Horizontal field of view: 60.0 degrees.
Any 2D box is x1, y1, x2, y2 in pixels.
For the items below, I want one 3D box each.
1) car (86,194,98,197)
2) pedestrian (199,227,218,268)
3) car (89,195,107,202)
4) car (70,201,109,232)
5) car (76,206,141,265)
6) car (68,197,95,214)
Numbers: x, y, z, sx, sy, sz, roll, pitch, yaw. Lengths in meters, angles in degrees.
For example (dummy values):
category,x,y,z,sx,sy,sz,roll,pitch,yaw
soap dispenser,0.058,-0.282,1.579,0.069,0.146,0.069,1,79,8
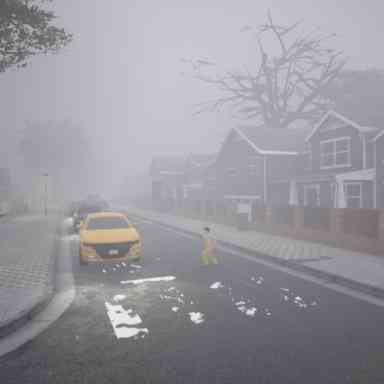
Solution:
category,x,y,z,sx,sy,sz,roll,pitch,yaw
car,-15.673,1.350,52.324,2.150,2.045,5.566,-1,0,-21
pedestrian,0.514,1.580,9.731,0.375,1.300,0.375,0,0,-21
car,-11.813,1.563,42.553,1.882,1.535,5.008,-1,0,-21
car,-6.494,1.556,20.937,1.837,1.490,4.892,-1,0,-21
car,-3.145,1.513,12.194,1.882,1.535,5.008,-1,0,-19
car,-11.402,1.576,33.563,2.128,1.511,4.902,-1,0,-21
